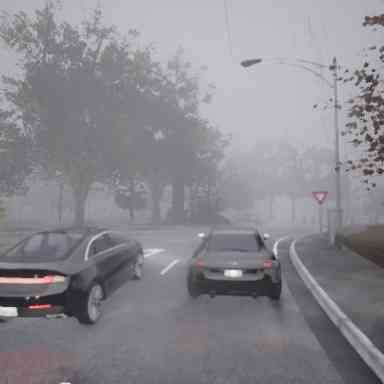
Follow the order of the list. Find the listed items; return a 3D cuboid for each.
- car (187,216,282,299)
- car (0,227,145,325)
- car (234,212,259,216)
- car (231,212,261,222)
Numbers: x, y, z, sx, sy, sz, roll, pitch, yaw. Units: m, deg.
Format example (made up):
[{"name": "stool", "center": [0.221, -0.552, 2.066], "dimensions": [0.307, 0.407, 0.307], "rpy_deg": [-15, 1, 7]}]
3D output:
[{"name": "car", "center": [1.063, 1.550, 8.459], "dimensions": [1.994, 1.385, 4.181], "rpy_deg": [-1, 0, 7]}, {"name": "car", "center": [-2.383, 1.500, 7.170], "dimensions": [2.128, 1.511, 4.902], "rpy_deg": [0, 0, 6]}, {"name": "car", "center": [7.646, 3.682, 47.109], "dimensions": [1.895, 1.301, 4.718], "rpy_deg": [2, -4, -22]}, {"name": "car", "center": [8.387, 3.861, 52.106], "dimensions": [1.882, 1.535, 5.008], "rpy_deg": [3, -4, -32]}]
